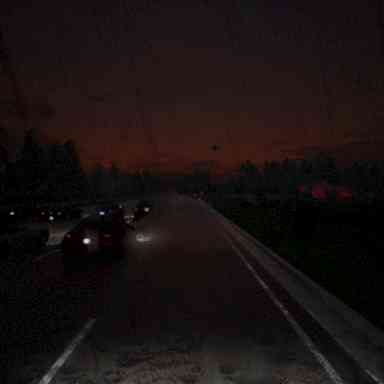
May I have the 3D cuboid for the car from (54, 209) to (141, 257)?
[{"bbox_3d":[-3.457,1.596,13.017,1.994,1.385,4.181,0,0,1],"label":"car"}]

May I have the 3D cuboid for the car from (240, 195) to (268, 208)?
[{"bbox_3d":[8.911,1.324,47.258,3.866,1.878,1.905,0,0,0],"label":"car"}]

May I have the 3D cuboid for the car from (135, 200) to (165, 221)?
[{"bbox_3d":[-3.464,1.417,27.573,2.097,1.767,4.553,0,0,0],"label":"car"}]

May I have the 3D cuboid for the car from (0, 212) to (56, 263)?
[{"bbox_3d":[-6.968,1.630,12.054,1.895,1.301,4.718,0,0,1],"label":"car"}]

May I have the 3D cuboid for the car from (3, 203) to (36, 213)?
[{"bbox_3d":[-13.961,1.631,27.864,1.994,1.385,4.181,0,0,0],"label":"car"}]

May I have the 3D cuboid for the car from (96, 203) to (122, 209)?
[{"bbox_3d":[-6.962,1.631,27.920,1.994,1.385,4.181,0,0,1],"label":"car"}]

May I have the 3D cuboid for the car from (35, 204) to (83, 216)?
[{"bbox_3d":[-10.471,1.665,27.046,1.895,1.301,4.718,0,0,1],"label":"car"}]
